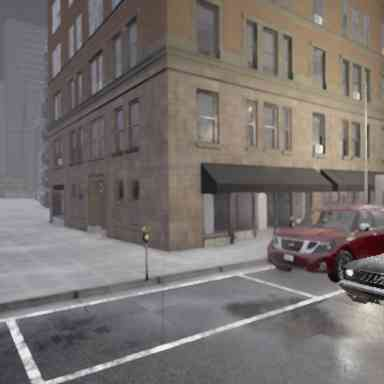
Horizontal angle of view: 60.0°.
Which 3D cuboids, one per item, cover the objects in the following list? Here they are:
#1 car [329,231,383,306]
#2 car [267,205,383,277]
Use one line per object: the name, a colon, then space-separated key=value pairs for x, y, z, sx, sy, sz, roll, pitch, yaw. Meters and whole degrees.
car: x=5.129 y=1.602 z=6.930 sx=4.718 sy=1.301 sz=1.895 roll=0 pitch=0 yaw=-36
car: x=4.443 y=1.317 z=9.731 sx=5.009 sy=1.841 sz=2.192 roll=0 pitch=-1 yaw=-36
